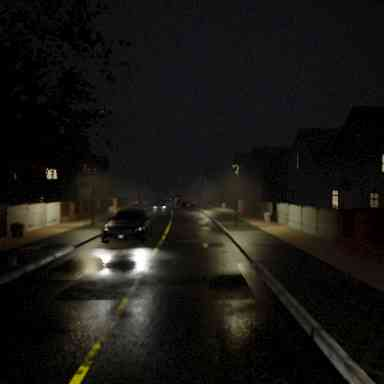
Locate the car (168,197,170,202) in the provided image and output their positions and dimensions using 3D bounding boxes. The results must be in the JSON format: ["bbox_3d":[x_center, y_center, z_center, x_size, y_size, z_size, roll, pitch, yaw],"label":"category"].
[{"bbox_3d":[-6.038,1.897,79.781,1.895,1.301,4.718,0,-1,-11],"label":"car"}]

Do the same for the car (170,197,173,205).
[{"bbox_3d":[-2.445,1.450,61.870,2.150,2.045,5.566,0,-1,-7],"label":"car"}]

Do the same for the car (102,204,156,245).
[{"bbox_3d":[-2.914,1.533,15.847,1.812,1.442,4.674,0,0,-1],"label":"car"}]

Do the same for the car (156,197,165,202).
[{"bbox_3d":[-8.788,2.062,93.778,1.994,1.385,4.181,0,-1,-12],"label":"car"}]

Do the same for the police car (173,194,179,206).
[{"bbox_3d":[-1.718,1.600,55.954,1.930,1.638,5.238,0,0,-7],"label":"police car"}]

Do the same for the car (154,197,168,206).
[{"bbox_3d":[-5.702,1.745,58.674,1.812,1.442,4.674,0,0,-6],"label":"car"}]

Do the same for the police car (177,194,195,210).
[{"bbox_3d":[-0.699,1.527,45.940,1.930,1.638,5.238,0,0,-5],"label":"police car"}]
